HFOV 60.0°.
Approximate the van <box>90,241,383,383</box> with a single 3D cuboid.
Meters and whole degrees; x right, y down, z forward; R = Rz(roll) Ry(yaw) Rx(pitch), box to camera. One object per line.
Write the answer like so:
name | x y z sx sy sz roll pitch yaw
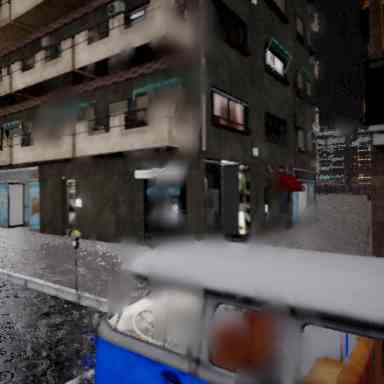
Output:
van | 1.044 1.340 2.146 3.998 1.788 1.690 0 -1 36
